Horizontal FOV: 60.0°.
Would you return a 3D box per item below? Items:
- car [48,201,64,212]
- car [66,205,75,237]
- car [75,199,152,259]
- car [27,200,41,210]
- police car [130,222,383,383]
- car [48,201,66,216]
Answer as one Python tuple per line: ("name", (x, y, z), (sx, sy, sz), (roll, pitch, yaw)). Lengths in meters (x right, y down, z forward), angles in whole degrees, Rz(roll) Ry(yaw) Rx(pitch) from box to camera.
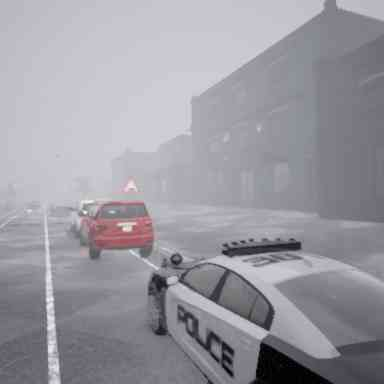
("car", (-19.645, 2.053, 48.105), (1.994, 1.385, 4.181), (-1, 0, -24))
("car", (-5.654, 1.395, 18.863), (2.150, 2.045, 5.566), (-1, 0, -24))
("car", (-3.215, 1.328, 13.381), (2.150, 2.045, 5.566), (-1, 0, -24))
("car", (-25.543, 2.076, 53.976), (1.837, 1.490, 4.892), (-1, 0, -24))
("police car", (0.822, 1.430, 4.314), (1.930, 1.638, 5.238), (-1, 0, -24))
("car", (-15.400, 1.930, 38.673), (1.812, 1.442, 4.674), (-1, -1, -24))
